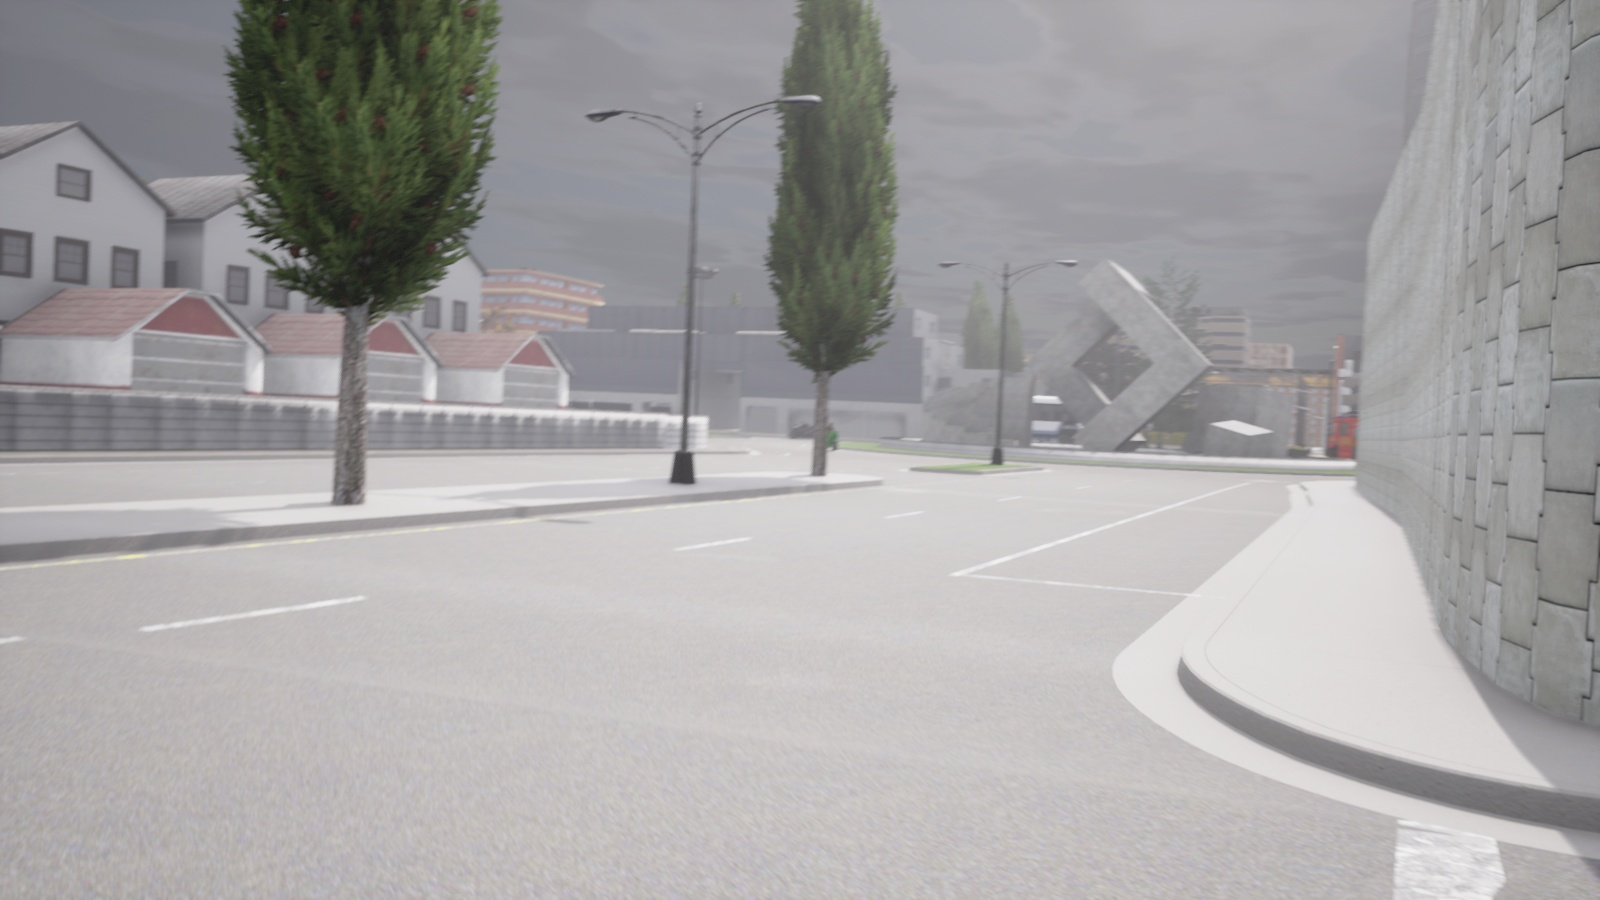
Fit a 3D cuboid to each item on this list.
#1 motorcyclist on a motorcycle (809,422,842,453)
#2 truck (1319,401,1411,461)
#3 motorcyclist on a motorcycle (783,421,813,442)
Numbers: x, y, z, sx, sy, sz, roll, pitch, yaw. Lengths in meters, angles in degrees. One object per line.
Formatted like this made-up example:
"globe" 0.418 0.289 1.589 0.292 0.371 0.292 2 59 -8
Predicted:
"motorcyclist on a motorcycle" 1.321 -0.657 65.718 0.797 1.523 2.044 1 1 -27
"truck" 38.399 -1.349 85.718 2.891 3.827 8.468 2 1 4
"motorcyclist on a motorcycle" -0.143 -1.404 96.719 2.191 1.530 0.866 2 1 5
